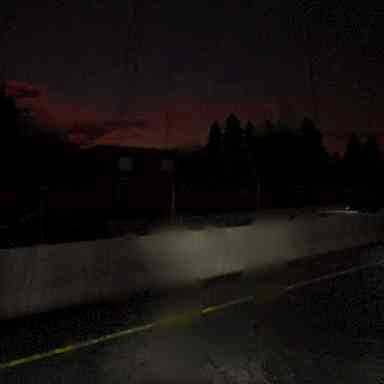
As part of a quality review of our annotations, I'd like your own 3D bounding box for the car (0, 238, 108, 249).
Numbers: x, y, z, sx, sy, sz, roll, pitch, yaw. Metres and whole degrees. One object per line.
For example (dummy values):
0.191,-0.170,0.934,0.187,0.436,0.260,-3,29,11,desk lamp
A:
-5.649,1.476,12.857,4.892,1.490,1.837,0,0,-35,car
